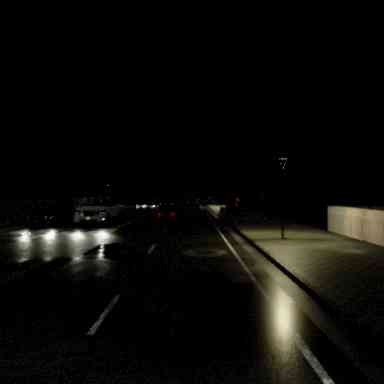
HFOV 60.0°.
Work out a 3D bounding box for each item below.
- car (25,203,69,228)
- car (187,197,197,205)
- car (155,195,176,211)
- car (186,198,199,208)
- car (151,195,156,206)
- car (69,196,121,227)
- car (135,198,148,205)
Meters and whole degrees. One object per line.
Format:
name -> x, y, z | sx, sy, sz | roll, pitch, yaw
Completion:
car -> -9.856, 1.584, 23.493 | 1.882, 1.535, 5.008 | 0, 0, 0
car -> -0.027, 1.883, 69.931 | 2.033, 1.411, 5.357 | 0, 0, 0
car -> -3.168, 1.558, 43.145 | 2.097, 1.767, 4.553 | 0, 0, 0
car -> 0.082, 1.819, 53.005 | 1.994, 1.385, 4.181 | 0, -1, 0
car -> -6.531, 1.535, 64.613 | 2.150, 2.045, 5.566 | 0, 0, 0
car -> -6.606, 1.330, 23.932 | 2.150, 2.045, 5.566 | 0, 0, 0
car -> -9.782, 1.867, 64.574 | 1.994, 1.385, 4.181 | 0, 0, 0
